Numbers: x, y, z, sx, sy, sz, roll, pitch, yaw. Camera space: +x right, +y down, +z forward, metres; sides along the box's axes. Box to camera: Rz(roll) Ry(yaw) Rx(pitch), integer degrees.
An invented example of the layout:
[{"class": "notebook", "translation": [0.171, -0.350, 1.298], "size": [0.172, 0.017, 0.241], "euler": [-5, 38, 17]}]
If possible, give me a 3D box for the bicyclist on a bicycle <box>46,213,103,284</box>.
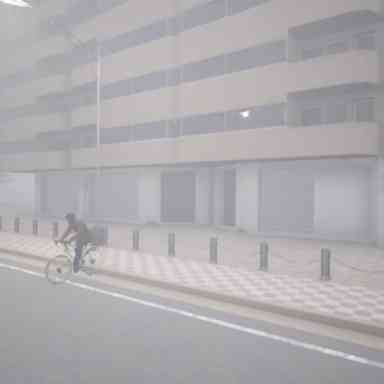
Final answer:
[{"class": "bicyclist on a bicycle", "translation": [-2.806, 1.324, 8.085], "size": [0.582, 1.620, 1.656], "euler": [1, 1, 34]}]
